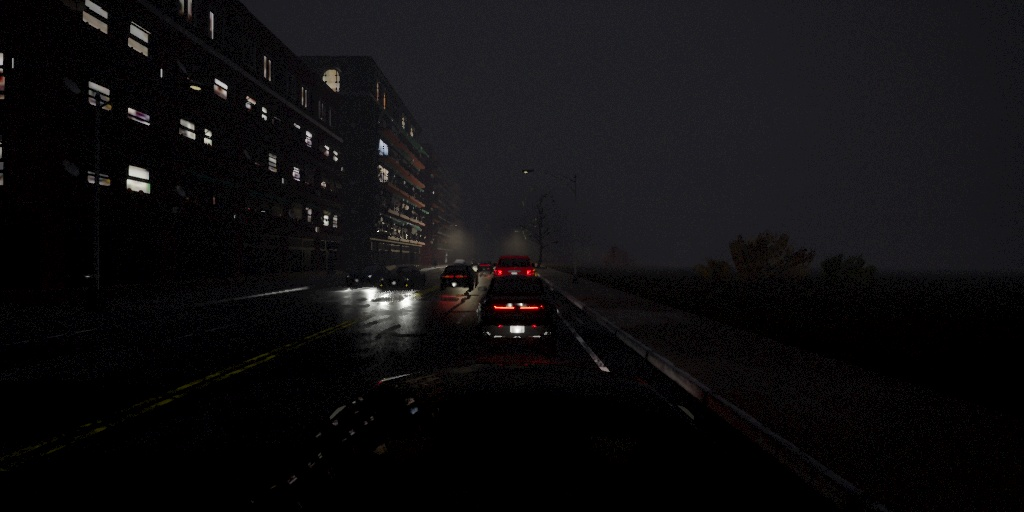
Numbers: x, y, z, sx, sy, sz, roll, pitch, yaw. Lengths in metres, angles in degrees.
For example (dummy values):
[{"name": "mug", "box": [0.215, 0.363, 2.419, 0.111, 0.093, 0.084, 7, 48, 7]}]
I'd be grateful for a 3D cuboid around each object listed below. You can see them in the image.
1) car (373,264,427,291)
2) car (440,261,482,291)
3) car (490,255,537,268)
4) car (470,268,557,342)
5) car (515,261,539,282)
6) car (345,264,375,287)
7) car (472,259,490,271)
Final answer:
[{"name": "car", "box": [-6.584, 1.317, 21.966, 1.994, 1.385, 4.181, 0, 0, 0]}, {"name": "car", "box": [-3.133, 1.259, 21.837, 1.837, 1.490, 4.892, 0, 0, 0]}, {"name": "car", "box": [0.114, 0.974, 20.118, 2.150, 2.045, 5.566, 0, 0, 0]}, {"name": "car", "box": [0.108, 1.256, 9.771, 1.837, 1.490, 4.892, 0, 0, 0]}, {"name": "car", "box": [1.161, 1.209, 30.525, 1.801, 1.575, 5.366, 0, 0, 0]}, {"name": "car", "box": [-9.832, 1.279, 25.044, 1.812, 1.442, 4.674, 0, 0, 0]}, {"name": "car", "box": [-3.117, 1.244, 42.499, 2.128, 1.511, 4.902, 0, 0, 0]}]
